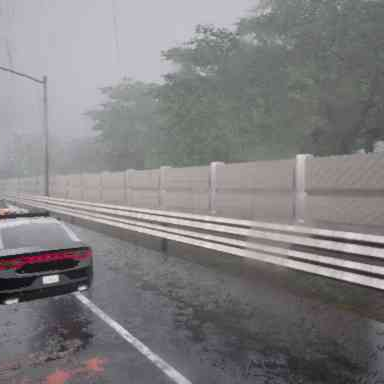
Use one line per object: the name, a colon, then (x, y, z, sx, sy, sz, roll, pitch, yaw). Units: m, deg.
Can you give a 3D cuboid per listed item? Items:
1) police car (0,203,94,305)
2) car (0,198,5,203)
police car: (-3.973, 1.266, 7.823, 1.930, 1.638, 5.238, -1, 2, -36)
car: (-9.815, 1.037, 15.761, 2.097, 1.767, 4.553, -1, 2, -36)
